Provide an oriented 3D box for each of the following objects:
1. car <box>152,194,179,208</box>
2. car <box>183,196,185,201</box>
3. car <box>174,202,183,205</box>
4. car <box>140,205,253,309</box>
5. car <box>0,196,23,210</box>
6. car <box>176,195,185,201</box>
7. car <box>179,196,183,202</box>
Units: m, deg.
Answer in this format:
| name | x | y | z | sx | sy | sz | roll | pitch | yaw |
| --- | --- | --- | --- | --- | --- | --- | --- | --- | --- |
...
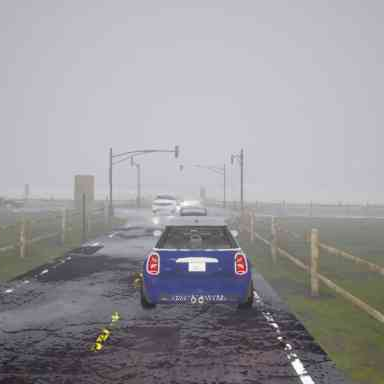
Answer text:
| name | x | y | z | sx | sy | sz | roll | pitch | yaw |
| --- | --- | --- | --- | --- | --- | --- | --- | --- | --- |
| car | -2.862 | 1.197 | 35.286 | 2.150 | 2.045 | 5.566 | 1 | 0 | 0 |
| car | -2.782 | 1.544 | 69.338 | 1.812 | 1.442 | 4.674 | 0 | 0 | 0 |
| car | 0.080 | 1.507 | 17.196 | 1.837 | 1.490 | 4.892 | 0 | 0 | 0 |
| car | 0.090 | 1.353 | 8.030 | 2.097 | 1.767 | 4.553 | 0 | 0 | 0 |
| car | -21.078 | 1.112 | 36.297 | 5.008 | 1.535 | 1.882 | 1 | 0 | 0 |
| car | -2.748 | 1.579 | 82.456 | 1.994 | 1.385 | 4.181 | 0 | 0 | 0 |
| car | -2.998 | 1.614 | 55.408 | 1.895 | 1.301 | 4.718 | 0 | 0 | 2 |
